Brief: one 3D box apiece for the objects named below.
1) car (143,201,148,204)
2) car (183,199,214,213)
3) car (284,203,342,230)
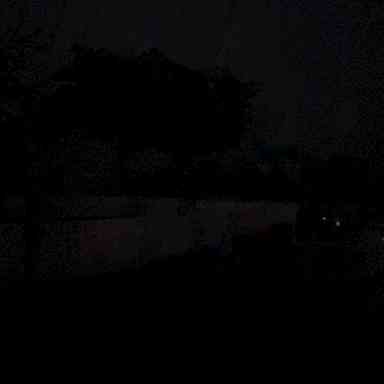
[{"bbox_3d":[-6.058,1.232,37.946,2.033,1.411,5.357,2,0,-36],"label":"car"},{"bbox_3d":[0.685,1.359,28.729,1.812,1.442,4.674,2,0,-36],"label":"car"},{"bbox_3d":[6.700,1.467,20.515,2.128,1.511,4.902,2,0,-36],"label":"car"}]
